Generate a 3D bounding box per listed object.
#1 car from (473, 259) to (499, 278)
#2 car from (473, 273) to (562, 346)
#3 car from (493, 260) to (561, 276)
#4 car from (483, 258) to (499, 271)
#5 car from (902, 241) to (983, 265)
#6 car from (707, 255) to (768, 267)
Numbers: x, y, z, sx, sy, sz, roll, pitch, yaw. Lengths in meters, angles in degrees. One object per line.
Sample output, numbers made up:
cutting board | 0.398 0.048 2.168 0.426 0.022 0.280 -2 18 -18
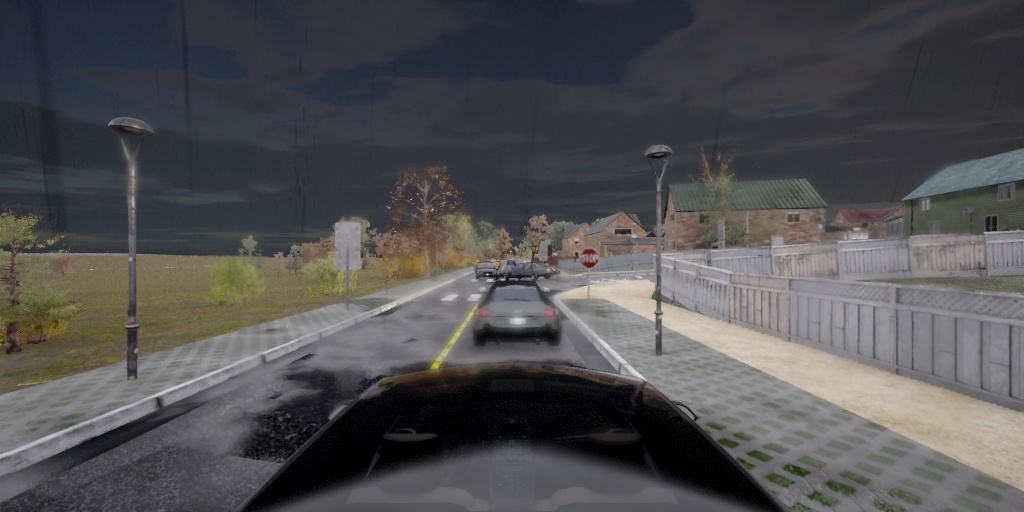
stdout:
car | -2.302 1.257 31.314 1.837 1.490 4.892 0 0 -8
car | 0.089 1.313 9.392 1.994 1.385 4.181 0 0 -1
car | 1.290 1.197 28.409 5.357 1.411 2.033 -4 -3 43
car | -2.933 1.120 51.131 2.097 1.767 4.553 0 0 1
car | 23.855 -0.208 20.403 4.902 1.511 2.128 -3 0 14
car | 14.351 0.413 22.808 4.181 1.385 1.994 -3 0 16
